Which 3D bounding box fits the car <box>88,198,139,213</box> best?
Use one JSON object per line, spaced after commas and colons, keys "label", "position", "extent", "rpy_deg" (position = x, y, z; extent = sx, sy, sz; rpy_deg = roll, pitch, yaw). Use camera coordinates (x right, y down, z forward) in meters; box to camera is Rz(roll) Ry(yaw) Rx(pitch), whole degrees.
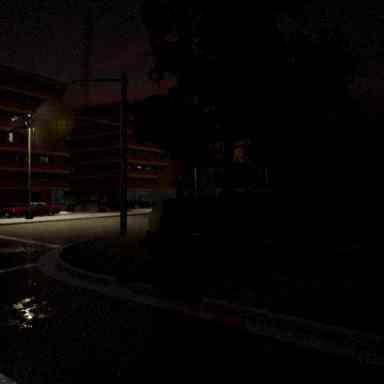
{"label": "car", "position": [-8.741, 1.476, 37.373], "extent": [1.882, 1.535, 5.008], "rpy_deg": [0, 0, 36]}

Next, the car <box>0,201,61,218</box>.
{"label": "car", "position": [-14.274, 1.601, 29.772], "extent": [1.895, 1.301, 4.718], "rpy_deg": [0, 0, 33]}

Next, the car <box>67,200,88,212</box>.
{"label": "car", "position": [-12.209, 1.562, 38.525], "extent": [1.994, 1.385, 4.181], "rpy_deg": [0, 0, 37]}

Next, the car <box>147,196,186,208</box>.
{"label": "car", "position": [-3.417, 1.354, 44.703], "extent": [2.097, 1.767, 4.553], "rpy_deg": [0, 0, 36]}

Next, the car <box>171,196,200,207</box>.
{"label": "car", "position": [-0.961, 1.491, 54.016], "extent": [2.128, 1.511, 4.902], "rpy_deg": [0, 0, 36]}

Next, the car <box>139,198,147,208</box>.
{"label": "car", "position": [-7.306, 1.564, 45.296], "extent": [1.994, 1.385, 4.181], "rpy_deg": [0, 0, 36]}
